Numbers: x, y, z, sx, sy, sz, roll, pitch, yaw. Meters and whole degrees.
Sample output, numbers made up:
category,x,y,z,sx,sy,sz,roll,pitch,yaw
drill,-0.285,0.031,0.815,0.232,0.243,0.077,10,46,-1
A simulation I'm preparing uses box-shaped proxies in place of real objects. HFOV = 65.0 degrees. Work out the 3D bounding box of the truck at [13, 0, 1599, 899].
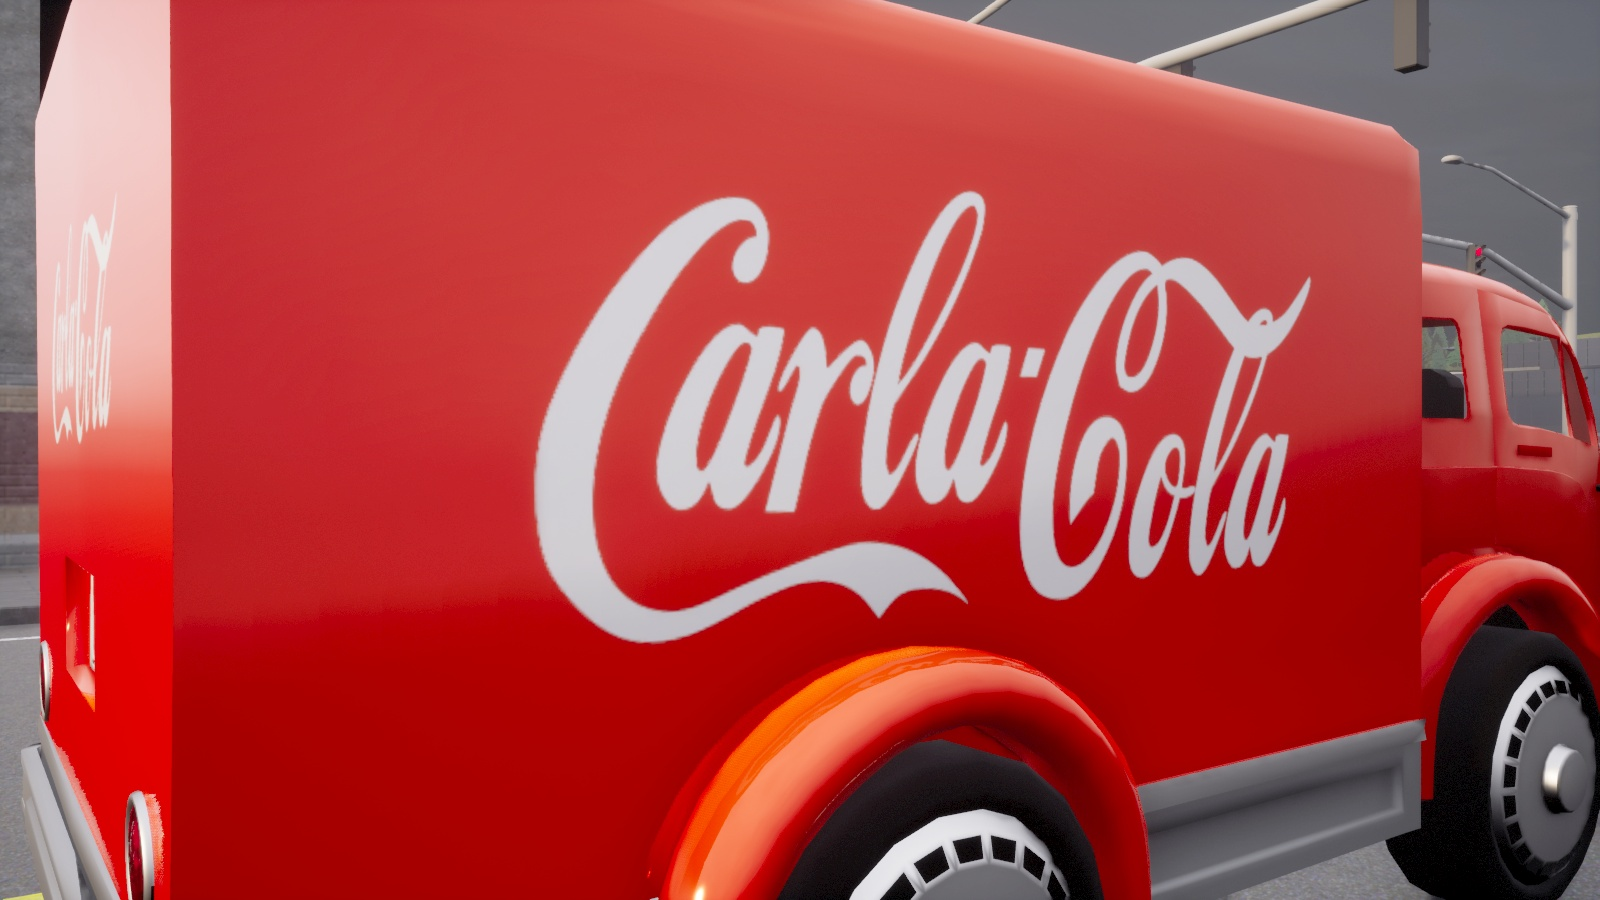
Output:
category,x,y,z,sx,sy,sz,roll,pitch,yaw
truck,0.591,0.267,4.070,5.204,2.467,2.627,0,0,-35
